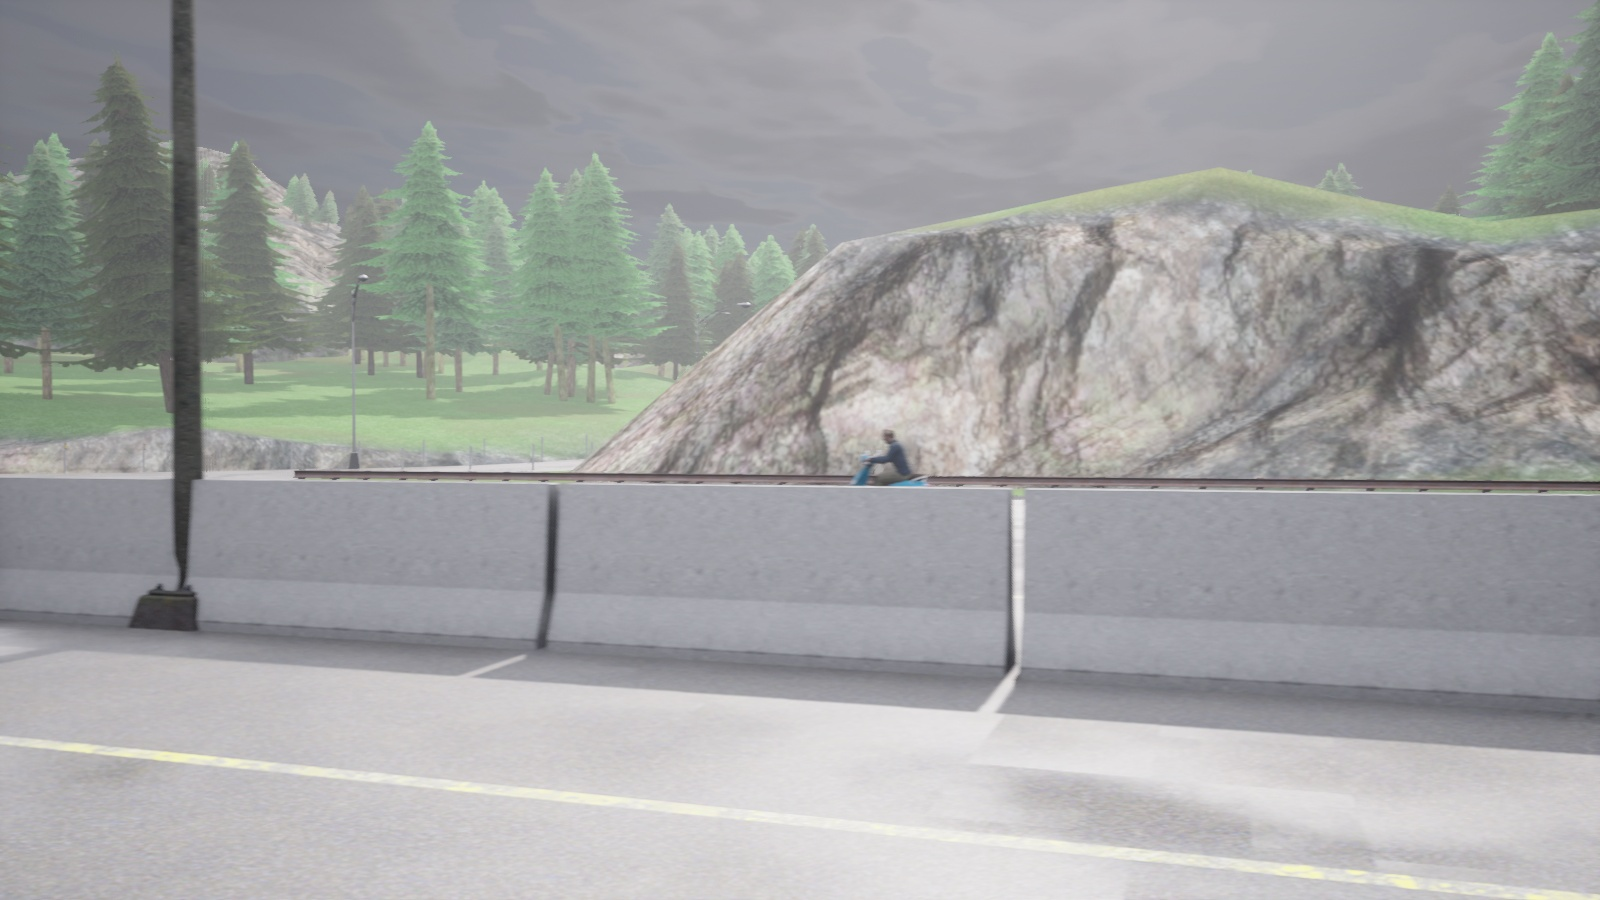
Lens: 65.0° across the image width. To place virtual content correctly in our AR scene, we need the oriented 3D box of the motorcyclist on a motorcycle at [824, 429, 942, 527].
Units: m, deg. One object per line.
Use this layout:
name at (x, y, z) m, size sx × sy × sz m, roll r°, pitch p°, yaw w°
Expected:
motorcyclist on a motorcycle at (1.406, 0.446, 21.181) m, size 1.817 × 1.590 × 0.866 m, roll 1°, pitch 1°, yaw 19°
